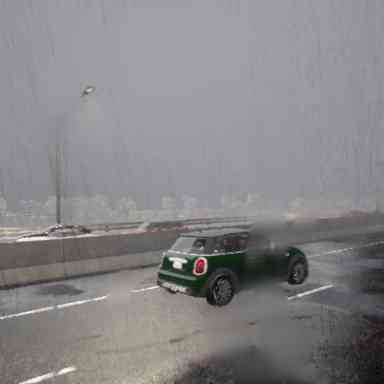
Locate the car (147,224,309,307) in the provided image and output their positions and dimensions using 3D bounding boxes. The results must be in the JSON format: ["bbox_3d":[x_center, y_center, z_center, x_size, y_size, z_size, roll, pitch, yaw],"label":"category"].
[{"bbox_3d":[1.315,1.835,9.484,4.553,1.767,2.097,1,-4,-39],"label":"car"}]

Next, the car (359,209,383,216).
[{"bbox_3d":[25.861,3.228,46.446,4.892,1.490,1.837,0,-4,-37],"label":"car"}]

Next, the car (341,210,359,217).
[{"bbox_3d":[24.155,3.422,49.533,5.008,1.535,1.882,0,-4,-37],"label":"car"}]

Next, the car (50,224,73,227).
[{"bbox_3d":[-9.464,3.072,23.469,4.892,1.490,1.837,1,-4,-39],"label":"car"}]

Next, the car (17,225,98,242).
[{"bbox_3d":[-8.028,2.946,20.142,4.718,1.301,1.895,1,-4,-39],"label":"car"}]

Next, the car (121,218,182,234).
[{"bbox_3d":[-2.322,2.522,20.231,4.553,1.767,2.097,1,-4,-38],"label":"car"}]
